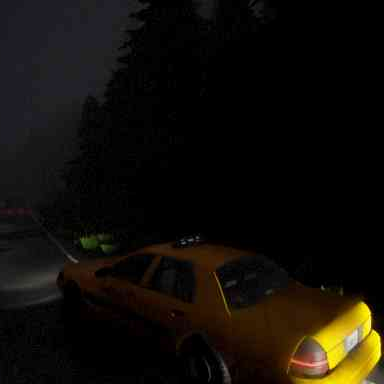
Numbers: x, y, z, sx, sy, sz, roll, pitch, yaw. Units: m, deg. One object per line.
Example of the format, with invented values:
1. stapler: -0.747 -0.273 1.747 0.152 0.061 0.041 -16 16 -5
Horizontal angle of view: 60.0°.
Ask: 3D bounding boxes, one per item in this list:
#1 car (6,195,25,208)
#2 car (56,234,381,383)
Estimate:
1. car: -21.197 1.060 40.012 2.128 1.511 4.902 -2 2 -27
2. car: -0.254 1.418 5.071 5.366 1.575 1.801 1 1 44
